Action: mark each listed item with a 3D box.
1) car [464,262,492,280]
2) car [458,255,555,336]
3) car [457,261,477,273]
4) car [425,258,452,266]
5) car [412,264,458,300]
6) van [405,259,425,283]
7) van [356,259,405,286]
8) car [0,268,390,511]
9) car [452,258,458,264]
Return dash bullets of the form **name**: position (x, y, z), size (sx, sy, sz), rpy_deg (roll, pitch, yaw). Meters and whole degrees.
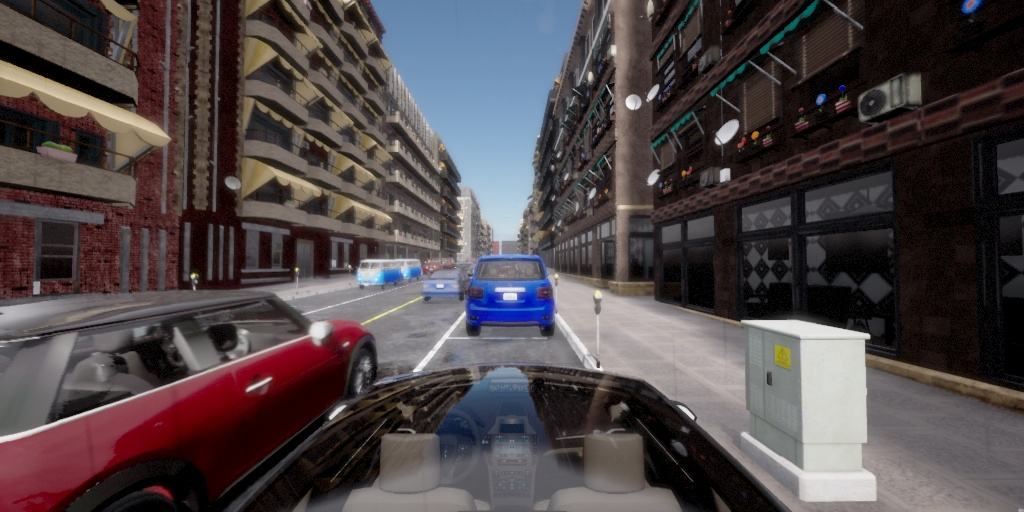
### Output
- **car**: position (-3.012, 1.333, 32.588), size (2.033, 1.411, 5.357), rpy_deg (0, 0, 0)
- **car**: position (-0.039, 0.983, 10.533), size (2.150, 2.045, 5.566), rpy_deg (0, 0, 0)
- **car**: position (-5.788, 1.383, 46.615), size (1.994, 1.385, 4.181), rpy_deg (0, 0, 1)
- **car**: position (-8.335, 1.115, 39.194), size (2.192, 1.841, 5.009), rpy_deg (0, 0, 0)
- **car**: position (-3.012, 1.309, 17.595), size (2.033, 1.411, 5.357), rpy_deg (0, 0, 0)
- **van**: position (-8.335, 1.118, 28.134), size (1.690, 1.789, 3.998), rpy_deg (0, 0, 0)
- **van**: position (-8.335, 1.108, 22.603), size (1.690, 1.789, 3.998), rpy_deg (0, 0, 0)
- **car**: position (-3.020, 1.102, 3.419), size (2.097, 1.767, 4.553), rpy_deg (0, 0, 0)
- **car**: position (-8.335, 1.128, 44.724), size (2.192, 1.841, 5.009), rpy_deg (0, 0, 0)
